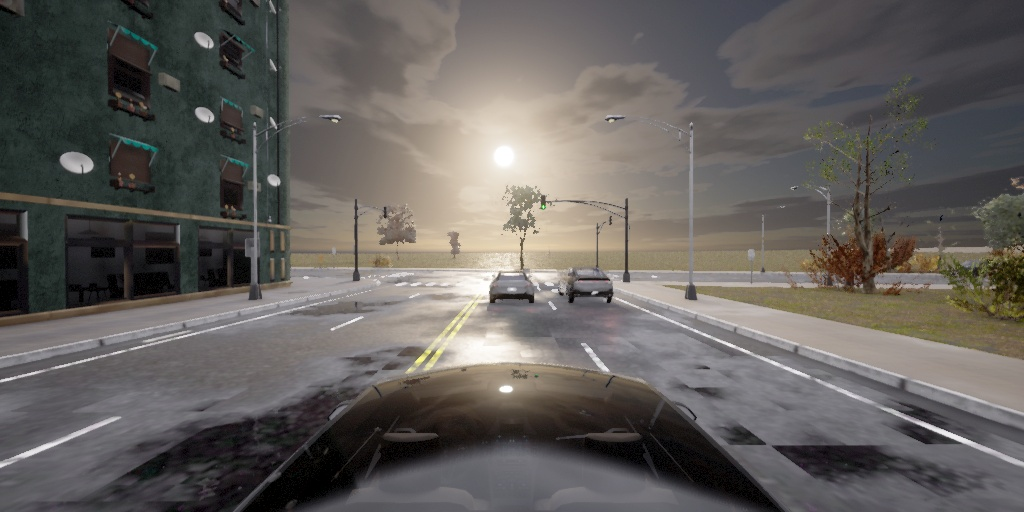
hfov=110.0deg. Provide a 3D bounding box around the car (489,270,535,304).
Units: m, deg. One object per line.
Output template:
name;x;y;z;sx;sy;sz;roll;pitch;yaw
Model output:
car;0.000;1.318;16.501;1.994;1.385;4.181;0;0;0

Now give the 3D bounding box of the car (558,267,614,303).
car;3.250;1.241;16.500;2.128;1.511;4.902;0;0;0

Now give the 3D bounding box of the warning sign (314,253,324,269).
warning sign;-23.468;0.583;43.935;1.060;1.860;1.300;0;0;1

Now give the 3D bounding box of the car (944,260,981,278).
car;50.966;1.492;39.198;5.566;2.045;2.150;0;1;1

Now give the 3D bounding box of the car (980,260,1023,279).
car;50.944;1.600;35.948;4.553;1.767;2.097;0;1;1
